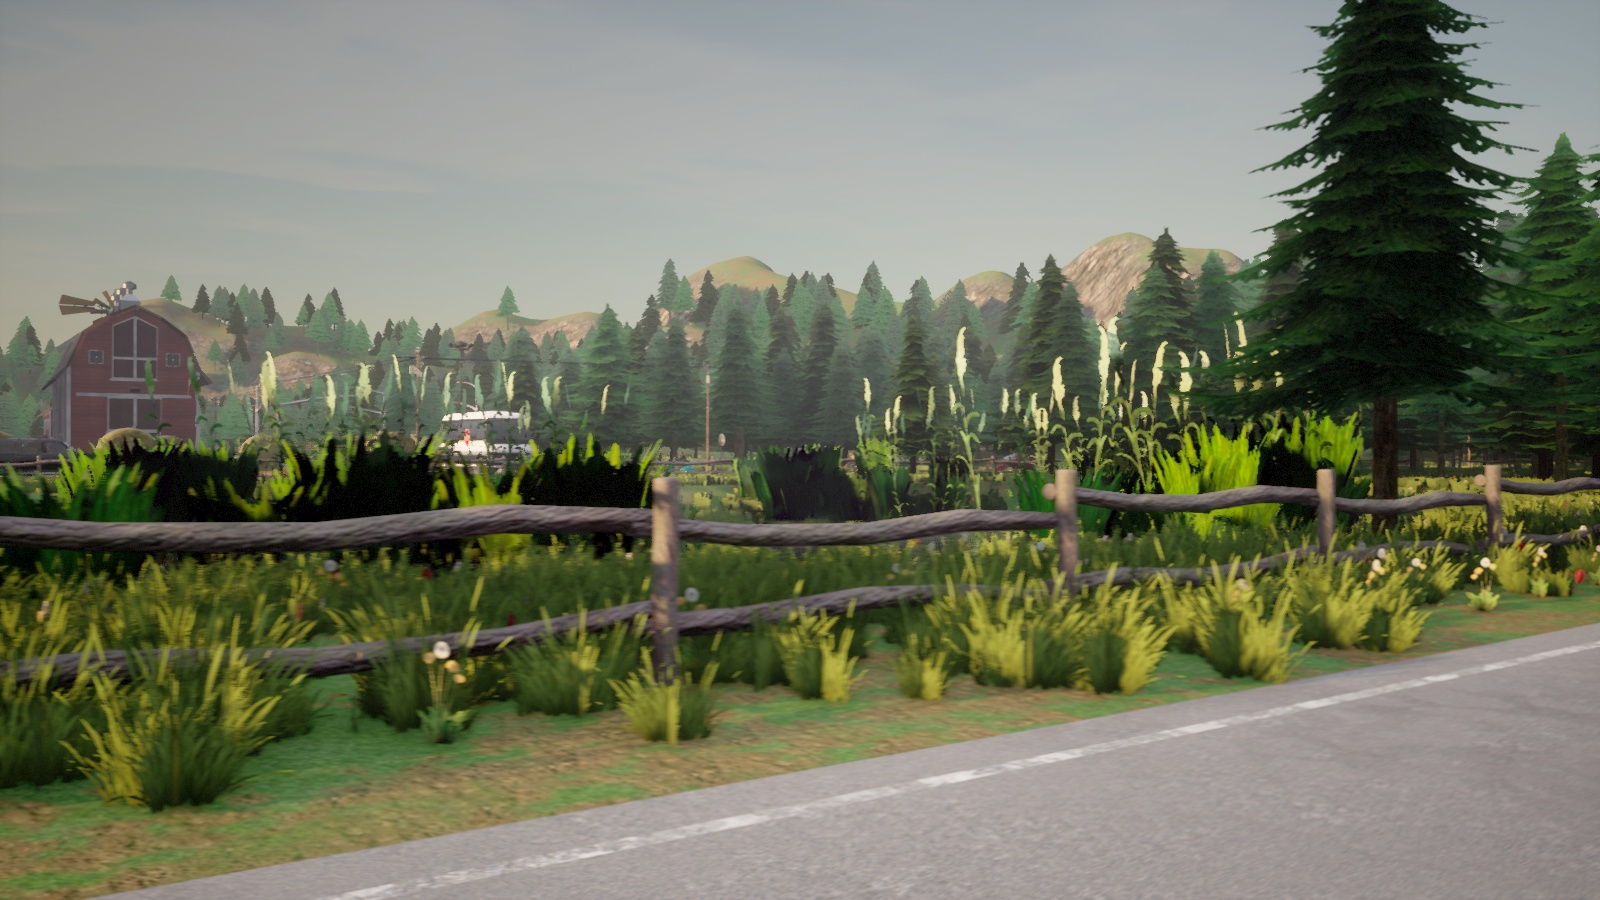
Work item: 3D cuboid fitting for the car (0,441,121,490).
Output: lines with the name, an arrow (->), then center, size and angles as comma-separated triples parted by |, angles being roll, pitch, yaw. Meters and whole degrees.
car -> -32.551, 0.643, 54.282 | 5.566, 2.045, 2.150 | 0, 0, -30

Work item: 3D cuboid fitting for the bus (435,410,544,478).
bus -> -20.968, -0.365, 84.312 | 3.944, 4.253, 10.273 | 0, 0, -33

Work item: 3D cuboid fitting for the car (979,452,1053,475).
car -> 14.864, 0.886, 86.310 | 5.008, 1.535, 1.882 | 0, 0, -32
